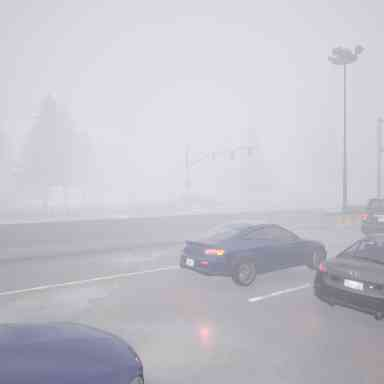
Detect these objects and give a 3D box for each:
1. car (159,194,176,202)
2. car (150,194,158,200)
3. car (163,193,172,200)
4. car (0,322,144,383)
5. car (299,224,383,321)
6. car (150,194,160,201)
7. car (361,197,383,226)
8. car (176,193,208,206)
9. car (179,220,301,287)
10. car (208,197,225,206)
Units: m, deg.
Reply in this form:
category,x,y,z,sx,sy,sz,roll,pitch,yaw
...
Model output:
category,x,y,z,sx,sy,sz,roll,pitch,yaw
car,-4.224,1.601,63.628,1.895,1.301,4.718,0,0,-22
car,-10.160,1.348,89.848,2.097,1.767,4.553,0,0,-7
car,-6.747,1.195,91.802,2.150,2.045,5.566,0,0,-3
car,-2.500,1.526,1.928,4.674,1.442,1.812,0,0,-36
car,4.418,1.564,6.893,4.181,1.385,1.994,0,0,-35
car,-7.953,1.540,75.241,2.033,1.411,5.357,0,0,-14
car,9.908,1.223,15.103,5.566,2.045,2.150,0,0,-35
car,-0.064,1.221,54.762,2.150,2.045,5.566,0,0,-28
car,1.833,1.526,9.348,4.674,1.442,1.812,0,0,-35
car,3.295,1.547,55.813,2.033,1.411,5.357,0,0,-29
